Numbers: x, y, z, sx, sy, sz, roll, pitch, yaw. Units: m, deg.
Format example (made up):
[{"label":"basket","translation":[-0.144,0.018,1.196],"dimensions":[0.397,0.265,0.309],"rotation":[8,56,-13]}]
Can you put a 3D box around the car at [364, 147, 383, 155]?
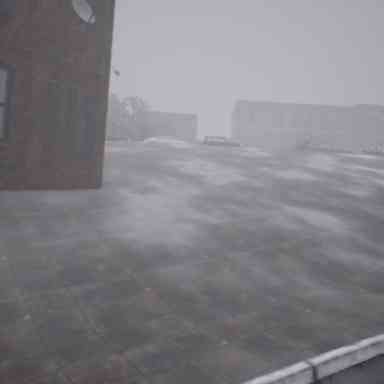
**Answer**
[{"label":"car","translation":[19.420,-3.618,33.135],"dimensions":[4.892,1.521,2.231],"rotation":[4,-1,2]}]

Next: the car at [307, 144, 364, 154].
[{"label":"car","translation":[13.913,-3.963,33.292],"dimensions":[4.892,1.521,2.231],"rotation":[3,-1,2]}]

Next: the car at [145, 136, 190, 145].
[{"label":"car","translation":[-2.487,-4.913,33.781],"dimensions":[4.674,1.452,2.002],"rotation":[3,-1,2]}]

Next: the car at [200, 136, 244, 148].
[{"label":"car","translation":[3.004,-4.749,33.620],"dimensions":[4.553,1.767,2.185],"rotation":[3,-1,2]}]

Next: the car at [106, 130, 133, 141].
[{"label":"car","translation":[-8.140,-5.418,33.952],"dimensions":[4.553,1.767,2.185],"rotation":[3,-1,2]}]
